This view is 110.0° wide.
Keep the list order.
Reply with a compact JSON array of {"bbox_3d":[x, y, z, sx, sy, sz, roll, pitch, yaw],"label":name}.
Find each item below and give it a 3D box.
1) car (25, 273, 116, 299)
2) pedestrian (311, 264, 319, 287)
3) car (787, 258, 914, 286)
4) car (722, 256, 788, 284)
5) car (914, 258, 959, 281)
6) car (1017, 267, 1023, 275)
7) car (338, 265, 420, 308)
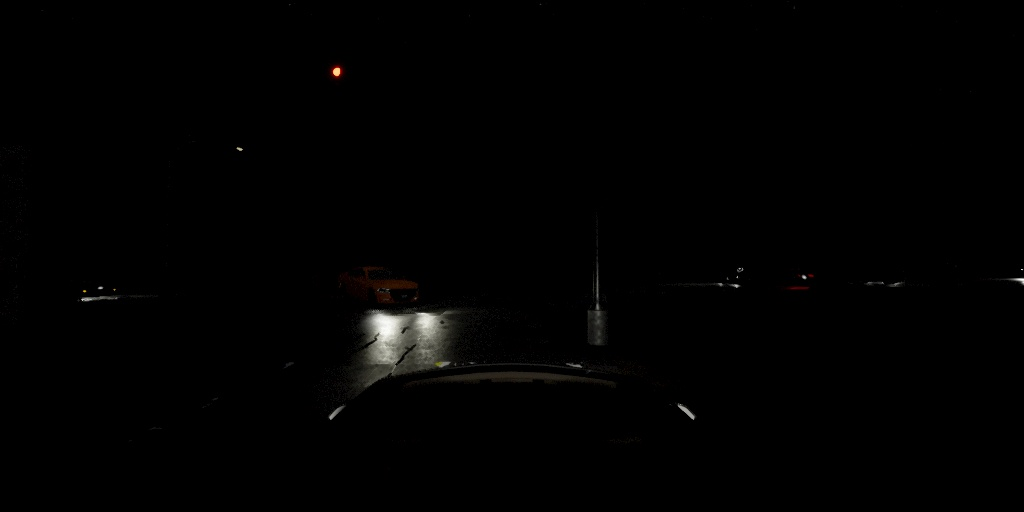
[{"bbox_3d":[-24.720,1.611,19.815,4.181,1.385,1.994,-1,-2,0],"label":"car"},{"bbox_3d":[-15.059,1.466,27.396,0.375,1.860,0.375,0,-1,0],"label":"pedestrian"},{"bbox_3d":[18.468,0.857,19.714,4.892,1.490,1.837,-1,-2,0],"label":"car"},{"bbox_3d":[16.282,0.875,23.422,4.553,1.767,2.097,-1,-2,0],"label":"car"},{"bbox_3d":[26.132,0.891,23.395,4.674,1.442,1.812,-1,-2,1],"label":"car"},{"bbox_3d":[36.726,0.752,23.360,5.357,1.411,2.033,-1,-2,0],"label":"car"},{"bbox_3d":[-5.796,1.194,15.430,1.882,1.535,5.008,2,0,-44],"label":"car"}]
